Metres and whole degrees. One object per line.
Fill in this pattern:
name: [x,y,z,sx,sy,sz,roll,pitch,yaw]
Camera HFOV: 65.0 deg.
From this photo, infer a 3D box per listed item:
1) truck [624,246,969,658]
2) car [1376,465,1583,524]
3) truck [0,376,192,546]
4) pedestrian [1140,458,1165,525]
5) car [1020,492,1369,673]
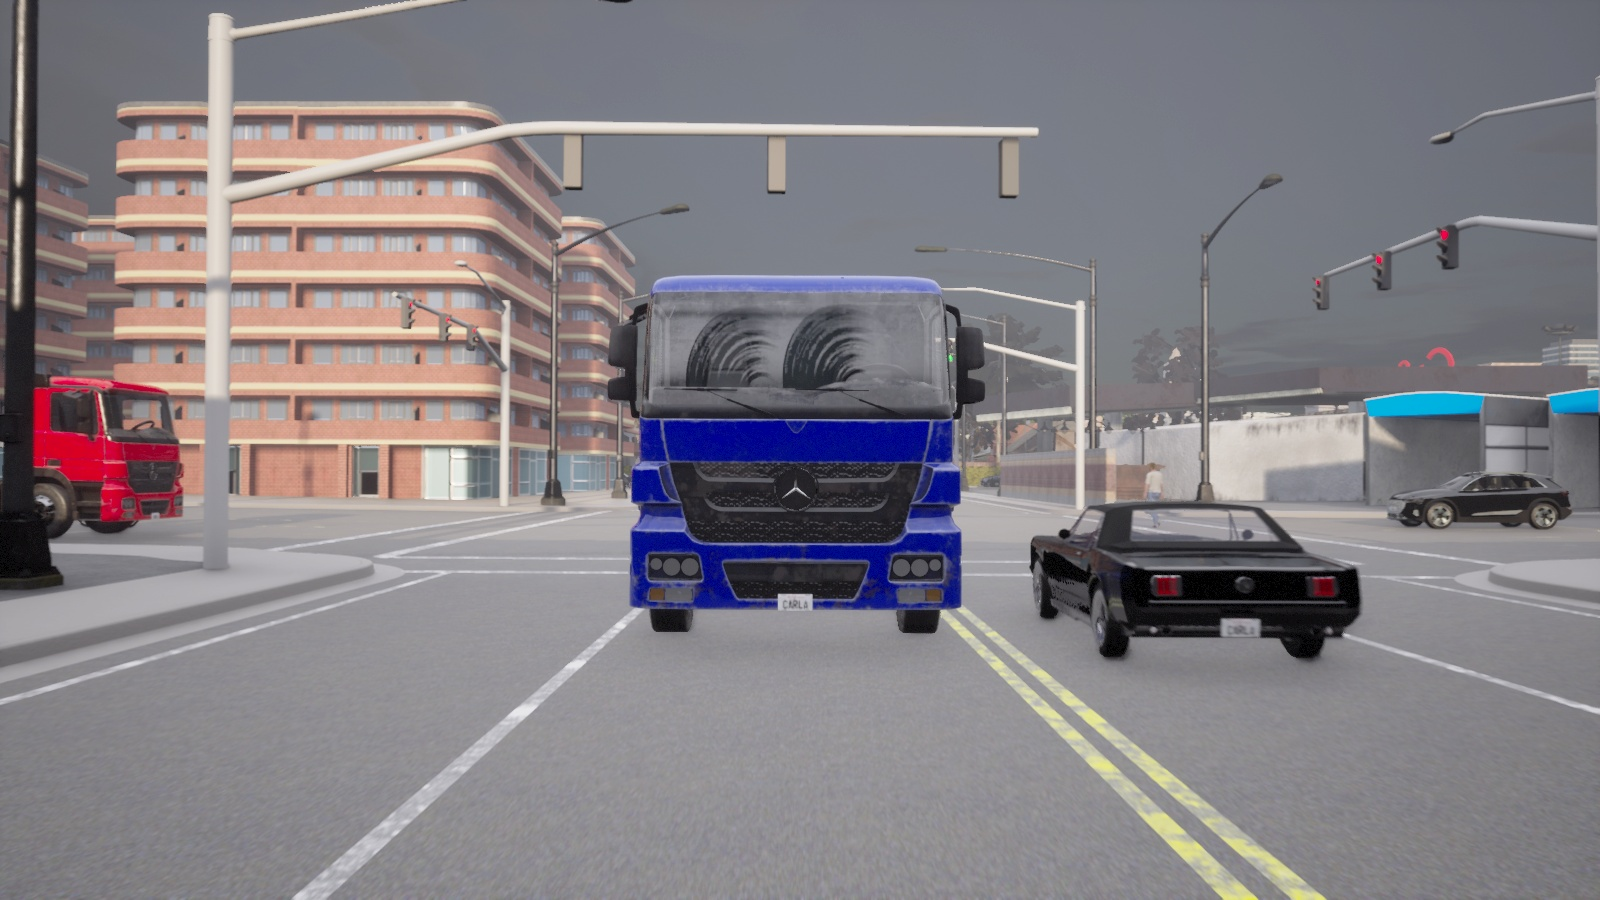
truck: [-0.044,0.076,14.544,2.891,3.462,7.936,0,-1,0]
car: [19.526,1.273,36.242,4.856,1.649,2.033,0,-1,1]
truck: [-17.801,0.223,27.061,7.936,3.462,2.891,0,-1,0]
pedestrian: [9.782,1.140,34.832,0.354,1.836,0.706,0,-1,-14]
car: [3.453,1.103,12.051,1.895,1.301,4.718,0,-1,0]
